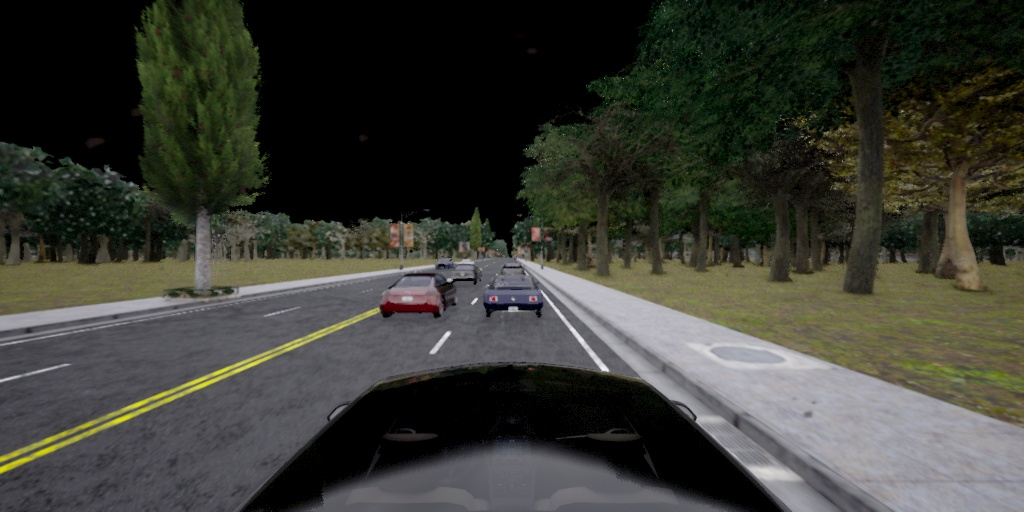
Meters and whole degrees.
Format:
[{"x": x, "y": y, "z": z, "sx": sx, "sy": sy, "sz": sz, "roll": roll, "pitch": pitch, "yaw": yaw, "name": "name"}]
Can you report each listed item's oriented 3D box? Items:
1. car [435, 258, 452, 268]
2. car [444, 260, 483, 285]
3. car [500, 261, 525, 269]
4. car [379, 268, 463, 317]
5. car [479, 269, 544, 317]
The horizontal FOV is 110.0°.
[{"x": -9.838, "y": 1.025, "z": 52.435, "sx": 2.097, "sy": 1.767, "sz": 4.553, "roll": 0, "pitch": 0, "yaw": 0, "name": "car"}, {"x": -3.213, "y": 1.248, "z": 25.811, "sx": 2.033, "sy": 1.411, "sz": 5.357, "roll": 0, "pitch": 0, "yaw": 0, "name": "car"}, {"x": 0.064, "y": 1.187, "z": 29.567, "sx": 2.128, "sy": 1.511, "sz": 4.902, "roll": 0, "pitch": 0, "yaw": 0, "name": "car"}, {"x": -3.191, "y": 1.285, "z": 13.003, "sx": 1.994, "sy": 1.385, "sz": 4.181, "roll": 0, "pitch": 0, "yaw": 0, "name": "car"}, {"x": 0.060, "y": 1.323, "z": 13.088, "sx": 1.895, "sy": 1.301, "sz": 4.718, "roll": 0, "pitch": 0, "yaw": 0, "name": "car"}]
